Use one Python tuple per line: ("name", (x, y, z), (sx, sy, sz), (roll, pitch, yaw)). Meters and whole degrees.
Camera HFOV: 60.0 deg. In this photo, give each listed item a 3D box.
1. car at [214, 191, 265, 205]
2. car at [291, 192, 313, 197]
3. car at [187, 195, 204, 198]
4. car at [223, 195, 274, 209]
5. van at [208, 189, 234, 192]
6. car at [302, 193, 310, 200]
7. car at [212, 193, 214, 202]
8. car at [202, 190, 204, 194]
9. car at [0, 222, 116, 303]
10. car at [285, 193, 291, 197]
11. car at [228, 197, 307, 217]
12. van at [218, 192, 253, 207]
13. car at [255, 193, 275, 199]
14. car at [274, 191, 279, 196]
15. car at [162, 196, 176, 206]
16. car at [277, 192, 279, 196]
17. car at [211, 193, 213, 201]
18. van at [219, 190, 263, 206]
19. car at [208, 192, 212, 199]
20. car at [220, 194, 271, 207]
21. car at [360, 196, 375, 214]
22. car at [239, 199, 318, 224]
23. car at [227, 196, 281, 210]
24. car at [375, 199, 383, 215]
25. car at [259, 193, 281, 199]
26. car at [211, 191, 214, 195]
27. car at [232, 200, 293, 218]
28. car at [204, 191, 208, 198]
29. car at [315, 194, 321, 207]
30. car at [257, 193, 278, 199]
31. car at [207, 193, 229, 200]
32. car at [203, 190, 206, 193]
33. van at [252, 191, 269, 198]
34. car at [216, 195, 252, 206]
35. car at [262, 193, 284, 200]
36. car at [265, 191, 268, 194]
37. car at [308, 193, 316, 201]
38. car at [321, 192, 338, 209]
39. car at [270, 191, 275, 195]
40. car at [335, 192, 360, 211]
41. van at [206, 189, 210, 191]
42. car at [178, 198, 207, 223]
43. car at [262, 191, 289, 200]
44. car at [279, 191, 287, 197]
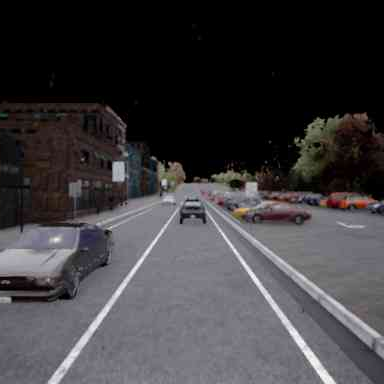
("car", (6.018, 1.057, 42.907), (5.566, 2.045, 2.435), (0, 0, 0))
("car", (19.180, 1.106, 54.028), (4.553, 1.767, 2.185), (0, 0, 0))
("car", (0.040, 1.281, 41.621), (2.128, 1.511, 4.902), (0, 0, 0))
("car", (6.001, 1.393, 34.559), (4.792, 1.488, 2.163), (0, 0, 0))
("van", (5.980, 0.901, 68.019), (4.442, 1.987, 1.878), (0, 0, 0))
("car", (19.108, 1.300, 48.460), (4.792, 1.488, 2.163), (0, 0, 0))
("car", (6.249, 1.248, 51.258), (5.366, 1.575, 1.946), (0, 0, 0))
("car", (6.333, 0.908, 93.007), (5.366, 1.575, 1.946), (0, 1, 0))
("car", (-3.362, 1.525, 8.585), (2.033, 1.411, 5.357), (0, 0, 0))
("car", (19.161, 1.213, 56.814), (4.892, 1.521, 2.231), (0, 0, 0))
("car", (5.828, 1.416, 26.210), (5.366, 1.575, 1.946), (0, 0, 0))
("van", (5.936, 1.064, 45.690), (4.442, 1.987, 1.878), (0, 0, 0))
("car", (19.219, 1.002, 87.448), (4.674, 1.452, 2.002), (0, 1, 0))
("car", (19.140, 1.023, 65.169), (4.553, 1.767, 2.185), (0, 0, 0))
("car", (-3.404, 1.267, 49.445), (1.812, 1.442, 4.674), (0, 0, 0))
("car", (19.171, 1.170, 62.385), (5.008, 1.535, 2.097), (0, 0, 0))
("car", (6.075, 1.233, 54.041), (4.892, 1.521, 2.231), (0, 0, 0))
("van", (5.925, 1.100, 40.248), (4.442, 1.987, 1.878), (0, 0, 0))
("car", (6.062, 1.179, 65.175), (4.792, 1.488, 2.163), (0, 0, 0))
("car", (6.029, 1.346, 37.342), (4.892, 1.521, 2.231), (0, 0, 0))
("car", (19.136, 1.255, 31.874), (4.553, 1.767, 2.185), (0, 0, 0))
("car", (6.023, 1.477, 23.568), (4.674, 1.452, 2.002), (1, 0, 0))
("car", (6.027, 1.422, 31.776), (4.674, 1.452, 2.002), (0, 0, 0))
("car", (19.130, 1.274, 29.089), (4.553, 1.767, 2.185), (0, 0, 0))
("car", (19.212, 1.012, 81.878), (4.892, 1.521, 2.231), (0, 1, 0))
("car", (6.044, 1.087, 56.825), (4.553, 1.767, 2.185), (0, 0, 0))
("car", (6.048, 1.430, 28.993), (4.792, 1.488, 2.163), (0, 0, 0))
("car", (5.923, 1.079, 73.525), (5.366, 1.575, 1.946), (0, 0, 0))
("car", (19.312, 1.304, 43.014), (5.366, 1.575, 1.946), (0, 0, 0))
("car", (19.216, 0.986, 84.663), (5.008, 1.535, 2.097), (0, 0, 0))
("car", (6.114, 1.035, 79.091), (5.008, 1.535, 2.097), (0, 0, 0))
("car", (6.111, 0.810, 90.348), (4.553, 1.767, 2.185), (0, 1, 0))
("van", (19.111, 0.685, 93.015), (4.442, 1.987, 1.878), (0, 1, 0))
("car", (6.052, 1.271, 48.475), (4.892, 1.521, 2.231), (0, 0, 0))
("car", (19.228, 1.065, 79.095), (4.792, 1.488, 2.163), (0, 0, 0))
("car", (19.157, 0.956, 73.523), (4.553, 1.767, 2.185), (0, 0, 0))
("car", (19.138, 1.289, 45.674), (5.008, 1.535, 2.097), (0, 0, 0))
("car", (19.150, 1.074, 40.228), (5.566, 2.045, 2.435), (0, 0, 0))
("car", (19.172, 1.127, 67.954), (5.008, 1.535, 2.097), (0, 0, 0))
("car", (19.084, 1.219, 37.319), (4.553, 1.767, 2.185), (0, 0, 0))
("van", (6.248, 0.761, 84.655), (4.442, 1.987, 1.878), (0, 1, 0))
("car", (0.064, 1.395, 24.621), (1.837, 1.490, 4.892), (0, 0, 0))
("car", (19.166, 0.808, 76.305), (5.566, 2.045, 2.435), (0, 1, 0))
("car", (19.132, 0.940, 59.596), (5.566, 2.045, 2.435), (0, 0, 0))
